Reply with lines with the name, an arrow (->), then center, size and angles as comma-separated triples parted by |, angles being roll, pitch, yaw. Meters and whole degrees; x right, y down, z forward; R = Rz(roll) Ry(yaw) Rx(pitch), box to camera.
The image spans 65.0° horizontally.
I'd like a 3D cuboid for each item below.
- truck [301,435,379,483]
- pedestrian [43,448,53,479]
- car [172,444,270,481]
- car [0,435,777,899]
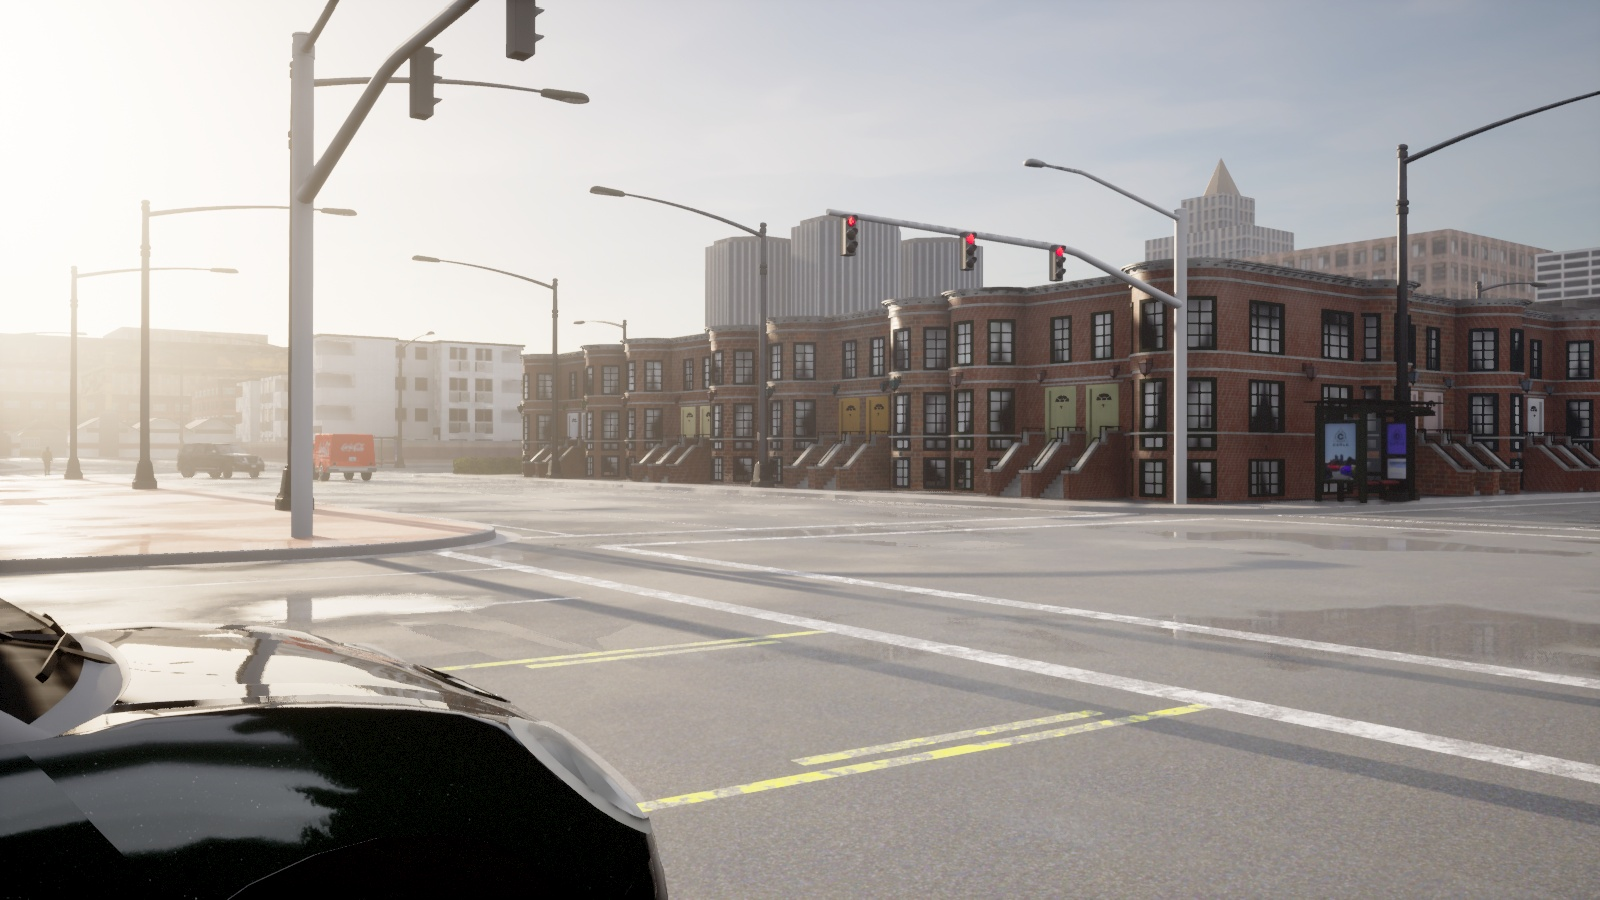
truck -> -24.389, 0.469, 66.486 | 2.627, 2.467, 5.204 | 0, 0, -35
pedestrian -> -45.073, 0.810, 75.268 | 0.431, 1.840, 0.709 | 0, 0, -41
car -> -33.503, 0.729, 72.615 | 5.566, 2.045, 2.150 | -1, -1, 27
car -> -2.171, 0.720, 2.205 | 3.806, 1.475, 1.970 | 0, 0, -35
